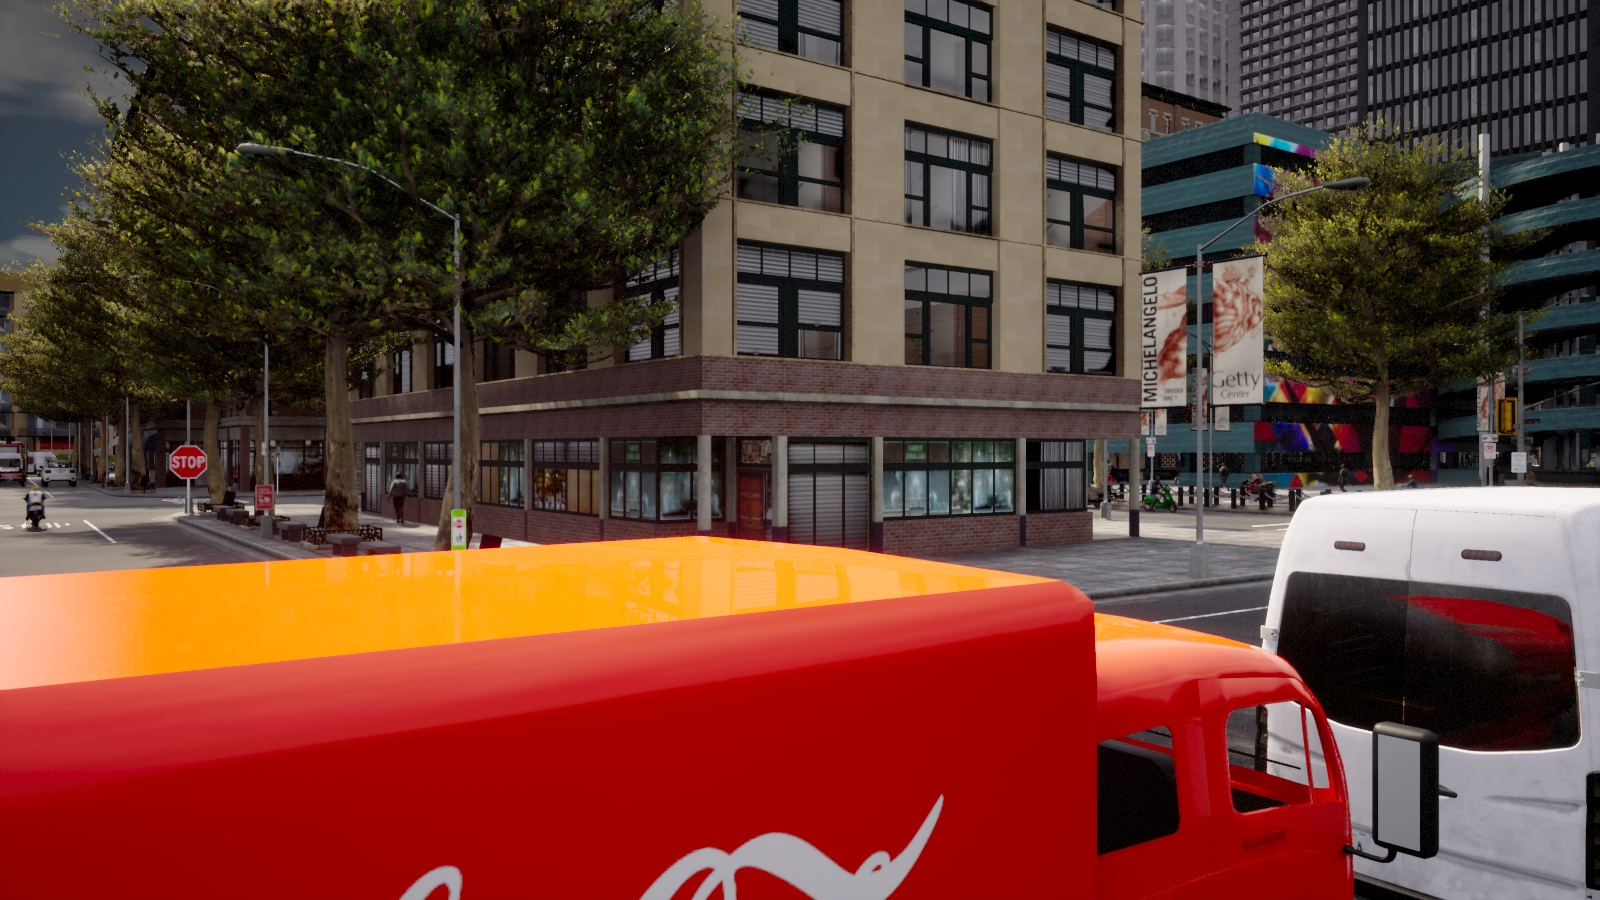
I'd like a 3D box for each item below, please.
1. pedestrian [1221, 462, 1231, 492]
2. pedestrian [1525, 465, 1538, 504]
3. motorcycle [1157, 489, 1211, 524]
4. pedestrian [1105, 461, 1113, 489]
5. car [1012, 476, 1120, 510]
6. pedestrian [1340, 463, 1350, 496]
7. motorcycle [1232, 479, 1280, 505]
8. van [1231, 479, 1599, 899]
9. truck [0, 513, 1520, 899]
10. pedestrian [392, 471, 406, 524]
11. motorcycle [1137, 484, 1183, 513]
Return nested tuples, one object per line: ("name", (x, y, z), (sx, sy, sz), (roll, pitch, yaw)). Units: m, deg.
("pedestrian", (26.606, 1.673, 71.355), (0.375, 1.860, 0.375), (0, 0, -28))
("pedestrian", (35.374, 1.674, 55.237), (0.375, 1.860, 0.375), (0, 0, -7))
("motorcycle", (14.715, 2.168, 43.832), (0.856, 1.236, 1.805), (0, 0, -37))
("pedestrian", (20.463, 1.674, 75.694), (0.375, 1.860, 0.375), (0, 0, 45))
("car", (12.913, 2.045, 55.772), (2.231, 1.480, 4.892), (0, 0, -35))
("pedestrian", (30.664, 1.673, 64.291), (0.375, 1.860, 0.375), (0, 0, -22))
("motorcycle", (23.953, 2.185, 60.013), (0.867, 1.251, 2.209), (0, 0, -35))
("van", (5.568, 1.531, 7.705), (5.915, 2.561, 1.988), (0, 0, -35))
("truck", (-0.425, 1.567, 3.494), (5.204, 2.467, 2.627), (0, 0, -35))
("pedestrian", (-14.217, 1.691, 40.495), (0.375, 1.860, 0.375), (0, 0, -36))
("motorcycle", (16.126, 2.166, 51.225), (0.856, 1.236, 1.805), (0, 0, -35))
